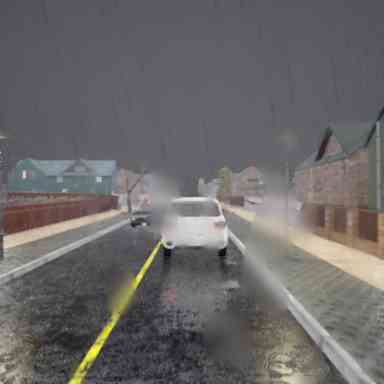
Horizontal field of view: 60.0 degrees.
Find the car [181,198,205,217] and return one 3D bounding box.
[{"bbox_3d":[0.113,1.423,31.628,2.128,1.511,4.902,0,0,0],"label":"car"}]

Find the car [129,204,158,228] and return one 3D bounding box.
[{"bbox_3d":[-2.763,1.493,22.037,2.033,1.411,5.357,0,0,1],"label":"car"}]

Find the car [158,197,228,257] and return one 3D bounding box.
[{"bbox_3d":[0.103,1.189,12.919,2.150,2.045,5.566,0,0,0],"label":"car"}]
